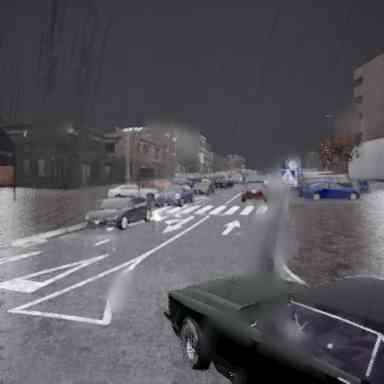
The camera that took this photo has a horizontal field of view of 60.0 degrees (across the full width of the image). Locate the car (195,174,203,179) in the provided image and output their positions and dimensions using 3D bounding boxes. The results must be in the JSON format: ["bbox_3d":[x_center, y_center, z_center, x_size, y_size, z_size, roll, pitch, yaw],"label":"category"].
[{"bbox_3d":[-1.515,-1.213,44.864,5.008,1.535,2.097,-2,4,-4],"label":"car"}]

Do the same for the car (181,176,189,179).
[{"bbox_3d":[-3.096,-0.698,39.189,4.792,1.488,2.163,-2,5,-4],"label":"car"}]

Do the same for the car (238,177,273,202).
[{"bbox_3d":[5.522,-0.178,28.511,2.097,1.767,4.553,0,5,16],"label":"car"}]

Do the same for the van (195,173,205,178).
[{"bbox_3d":[-0.852,-1.674,47.661,4.442,1.987,1.878,-2,5,-4],"label":"van"}]

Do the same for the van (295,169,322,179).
[{"bbox_3d":[22.732,-3.532,64.963,4.442,1.987,1.878,-1,4,-4],"label":"van"}]

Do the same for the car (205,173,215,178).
[{"bbox_3d":[0.241,-1.706,50.523,5.366,1.575,1.946,-2,4,-4],"label":"car"}]

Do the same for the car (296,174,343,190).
[{"bbox_3d":[14.912,-1.203,39.121,4.553,1.767,2.185,-1,5,-3],"label":"car"}]

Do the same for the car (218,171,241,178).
[{"bbox_3d":[9.434,-4.491,84.277,5.366,1.575,1.946,-2,4,-4],"label":"car"}]

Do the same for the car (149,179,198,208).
[{"bbox_3d":[-1.323,0.158,26.093,2.097,1.767,4.553,0,5,16],"label":"car"}]

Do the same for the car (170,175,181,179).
[{"bbox_3d":[-3.819,-0.613,36.345,4.553,1.767,2.185,-2,5,-5],"label":"car"}]

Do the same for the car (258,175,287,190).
[{"bbox_3d":[9.837,-0.819,37.576,4.674,1.442,1.812,1,5,22],"label":"car"}]

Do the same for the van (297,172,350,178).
[{"bbox_3d":[12.394,-0.563,30.555,4.442,1.987,1.878,-1,5,-3],"label":"van"}]

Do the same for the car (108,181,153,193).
[{"bbox_3d":[-5.398,0.037,30.687,4.674,1.452,2.002,-2,4,-5],"label":"car"}]

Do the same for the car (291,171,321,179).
[{"bbox_3d":[23.249,-3.547,67.829,5.366,1.575,1.946,-1,5,-4],"label":"car"}]

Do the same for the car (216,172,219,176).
[{"bbox_3d":[1.657,-2.149,56.150,4.792,1.488,2.163,-2,4,-4],"label":"car"}]

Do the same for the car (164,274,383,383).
[{"bbox_3d":[1.591,1.598,3.449,1.895,1.301,4.718,0,0,-35],"label":"car"}]

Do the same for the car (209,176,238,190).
[{"bbox_3d":[4.021,-1.043,42.886,1.895,1.301,4.718,1,5,22],"label":"car"}]

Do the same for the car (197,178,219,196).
[{"bbox_3d":[1.115,-0.351,34.507,1.994,1.385,4.181,0,5,17],"label":"car"}]

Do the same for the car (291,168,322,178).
[{"bbox_3d":[24.278,-4.034,70.696,5.566,2.045,2.435,-1,4,-4],"label":"car"}]

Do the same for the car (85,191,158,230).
[{"bbox_3d":[-3.695,0.986,17.512,1.837,1.490,4.892,0,4,16],"label":"car"}]

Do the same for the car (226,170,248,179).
[{"bbox_3d":[7.053,-2.061,51.719,2.097,1.767,4.553,0,5,16],"label":"car"}]

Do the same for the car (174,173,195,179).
[{"bbox_3d":[-2.262,-1.097,42.015,4.553,1.767,2.185,-2,5,-4],"label":"car"}]

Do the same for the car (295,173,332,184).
[{"bbox_3d":[18.480,-2.039,50.594,4.792,1.488,2.163,-1,5,-3],"label":"car"}]

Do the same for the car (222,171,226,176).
[{"bbox_3d":[3.212,-2.658,61.779,4.892,1.521,2.231,-2,5,-4],"label":"car"}]

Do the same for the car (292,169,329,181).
[{"bbox_3d":[21.013,-3.064,59.209,5.566,2.045,2.435,-1,4,-4],"label":"car"}]

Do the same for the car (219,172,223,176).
[{"bbox_3d":[2.409,-2.418,58.967,5.008,1.535,2.097,-2,4,-4],"label":"car"}]

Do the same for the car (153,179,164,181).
[{"bbox_3d":[-4.593,-0.217,33.527,4.792,1.488,2.163,-2,4,-5],"label":"car"}]

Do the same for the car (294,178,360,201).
[{"bbox_3d":[11.387,-0.090,27.714,5.008,1.535,2.097,-1,5,-3],"label":"car"}]

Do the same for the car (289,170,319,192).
[{"bbox_3d":[13.137,-0.833,33.392,5.566,2.045,2.435,-1,5,-3],"label":"car"}]
